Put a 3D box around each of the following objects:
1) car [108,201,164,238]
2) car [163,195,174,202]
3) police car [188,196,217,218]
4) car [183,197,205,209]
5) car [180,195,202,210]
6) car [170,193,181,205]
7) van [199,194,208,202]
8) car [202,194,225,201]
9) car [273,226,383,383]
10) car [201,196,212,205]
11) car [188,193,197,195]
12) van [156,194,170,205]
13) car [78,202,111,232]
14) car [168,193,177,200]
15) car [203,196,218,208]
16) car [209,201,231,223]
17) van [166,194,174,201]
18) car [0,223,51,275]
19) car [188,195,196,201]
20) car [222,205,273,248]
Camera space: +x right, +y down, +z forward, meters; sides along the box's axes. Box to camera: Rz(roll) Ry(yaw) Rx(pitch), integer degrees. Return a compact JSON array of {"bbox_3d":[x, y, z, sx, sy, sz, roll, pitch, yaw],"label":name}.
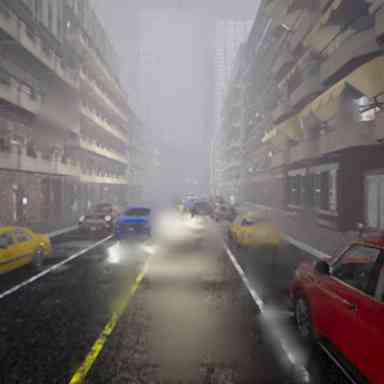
[{"bbox_3d":[-2.843,1.481,18.024,1.882,1.535,5.008,0,0,0],"label":"car"},{"bbox_3d":[-5.297,1.443,75.391,1.967,1.590,4.097,-1,0,0],"label":"car"},{"bbox_3d":[0.836,1.429,29.819,1.930,1.638,5.238,0,0,0],"label":"police car"},{"bbox_3d":[0.294,1.510,45.586,1.837,1.490,4.892,0,0,15],"label":"car"},{"bbox_3d":[0.239,1.482,39.508,1.882,1.535,5.008,0,0,-11],"label":"car"},{"bbox_3d":[-2.778,1.482,59.042,1.882,1.535,5.008,0,0,1],"label":"car"},{"bbox_3d":[2.582,1.344,75.408,1.690,1.788,3.998,-1,0,0],"label":"van"},{"bbox_3d":[2.567,1.319,36.564,2.192,1.841,5.009,-1,0,0],"label":"car"},{"bbox_3d":[2.554,1.316,3.271,2.192,1.841,5.009,-1,0,0],"label":"car"},{"bbox_3d":[2.578,1.530,58.931,1.752,1.417,4.829,-1,0,0],"label":"car"},{"bbox_3d":[0.024,1.227,64.247,2.150,2.045,5.566,0,0,0],"label":"car"},{"bbox_3d":[-5.305,1.345,58.744,1.690,1.788,3.998,-1,0,0],"label":"van"},{"bbox_3d":[-5.318,1.443,19.900,1.967,1.590,4.097,-1,0,0],"label":"car"},{"bbox_3d":[-5.292,1.314,92.039,2.192,1.841,5.009,-1,0,0],"label":"car"},{"bbox_3d":[2.572,1.444,47.663,1.967,1.590,4.097,-1,0,0],"label":"car"},{"bbox_3d":[2.566,1.586,25.466,1.802,1.307,4.206,-1,0,0],"label":"car"},{"bbox_3d":[-5.296,1.343,80.940,1.690,1.788,3.998,-1,0,0],"label":"van"},{"bbox_3d":[-5.321,1.527,8.632,1.752,1.417,4.829,-1,0,0],"label":"car"},{"bbox_3d":[0.030,1.382,80.433,1.812,1.442,4.674,0,0,0],"label":"car"},{"bbox_3d":[2.561,1.528,14.538,1.752,1.417,4.829,-1,0,0],"label":"car"}]
